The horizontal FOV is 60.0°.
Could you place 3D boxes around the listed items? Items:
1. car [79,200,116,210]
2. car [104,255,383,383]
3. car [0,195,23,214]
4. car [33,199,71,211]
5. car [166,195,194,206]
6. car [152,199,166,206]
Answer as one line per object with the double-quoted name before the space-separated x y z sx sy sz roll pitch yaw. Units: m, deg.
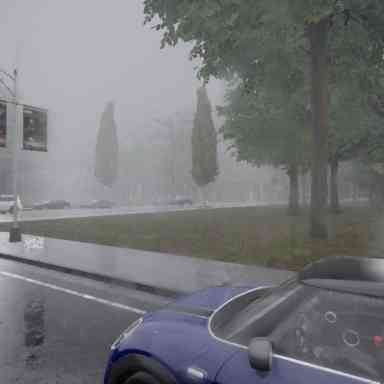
"car" -13.180 1.796 46.946 2.033 1.411 5.357 0 0 35
"car" 1.370 1.352 2.711 4.553 1.767 2.097 0 0 35
"car" -21.133 1.398 35.564 2.150 2.045 5.566 0 0 34
"car" -18.771 1.704 44.611 1.882 1.535 5.008 0 1 35
"car" -1.855 1.652 62.995 2.150 2.045 5.566 0 -1 35
"car" -5.626 1.944 63.303 1.994 1.385 4.181 0 -1 36
